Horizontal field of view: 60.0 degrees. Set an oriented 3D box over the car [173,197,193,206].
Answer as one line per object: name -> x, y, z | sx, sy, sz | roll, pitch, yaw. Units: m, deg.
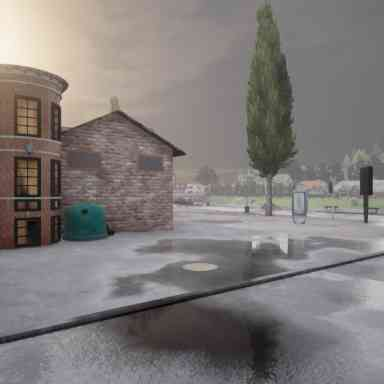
car -> -1.583, 1.526, 56.109 | 1.812, 1.442, 4.674 | 0, 0, -36
